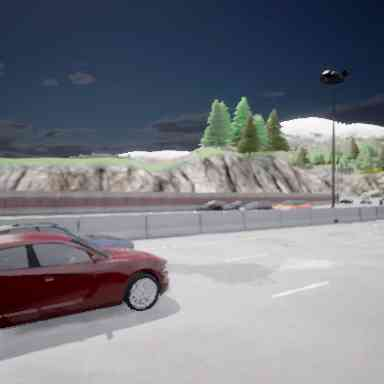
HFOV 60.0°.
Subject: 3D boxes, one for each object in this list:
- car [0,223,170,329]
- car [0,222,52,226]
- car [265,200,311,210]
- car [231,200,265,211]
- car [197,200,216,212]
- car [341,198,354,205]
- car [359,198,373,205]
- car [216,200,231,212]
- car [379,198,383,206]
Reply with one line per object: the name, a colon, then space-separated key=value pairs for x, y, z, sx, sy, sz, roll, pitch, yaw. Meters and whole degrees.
car: x=-2.761 y=1.487 z=6.103 sx=5.008 sy=1.535 sz=1.882 roll=0 pitch=0 yaw=-35
car: x=-4.282 y=1.562 z=9.310 sx=5.357 sy=1.411 sz=2.033 roll=0 pitch=0 yaw=-35
car: x=9.678 y=1.557 z=32.510 sx=4.553 sy=1.767 sz=2.097 roll=1 pitch=0 yaw=-37
car: x=6.913 y=1.691 z=34.804 sx=4.902 sy=1.511 sz=2.128 roll=1 pitch=0 yaw=-36
car: x=2.731 y=1.723 z=40.395 sx=4.674 sy=1.442 sz=1.812 roll=1 pitch=0 yaw=-36
car: x=32.466 y=1.982 z=69.457 sx=1.895 sy=1.301 sz=4.718 roll=0 pitch=0 yaw=37
car: x=35.323 y=1.915 z=67.434 sx=1.812 sy=1.442 sz=4.674 roll=0 pitch=0 yaw=37
car: x=5.526 y=1.709 z=38.122 sx=4.892 sy=1.490 sz=1.837 roll=1 pitch=0 yaw=-36
car: x=38.161 y=1.920 z=65.387 sx=2.128 sy=1.511 sz=4.902 roll=0 pitch=0 yaw=37
